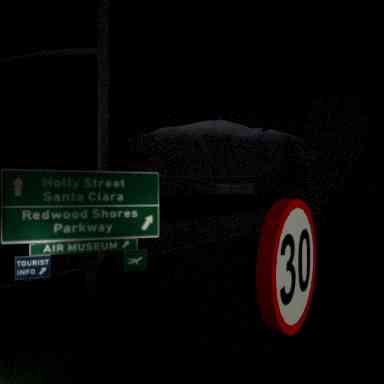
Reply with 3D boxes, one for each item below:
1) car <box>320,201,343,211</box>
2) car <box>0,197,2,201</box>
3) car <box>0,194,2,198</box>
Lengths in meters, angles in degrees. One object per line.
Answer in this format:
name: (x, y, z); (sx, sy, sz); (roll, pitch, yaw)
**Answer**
car: (18.411, 1.792, 43.747); (1.895, 1.301, 4.718); (0, 0, 36)
car: (-12.447, 1.504, 26.027); (1.905, 1.878, 3.866); (0, 0, 35)
car: (-38.770, 1.489, 69.898); (4.514, 1.523, 2.007); (0, 0, 35)
